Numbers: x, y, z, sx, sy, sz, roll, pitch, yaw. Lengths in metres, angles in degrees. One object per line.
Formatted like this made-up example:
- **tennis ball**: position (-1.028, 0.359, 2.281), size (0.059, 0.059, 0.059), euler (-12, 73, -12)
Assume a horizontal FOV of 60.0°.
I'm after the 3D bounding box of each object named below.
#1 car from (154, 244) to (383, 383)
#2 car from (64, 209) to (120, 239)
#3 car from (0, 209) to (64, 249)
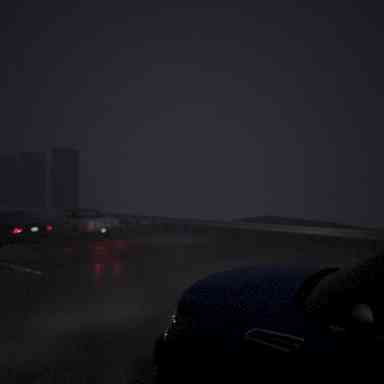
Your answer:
- **car**: position (2.295, 1.225, 2.354), size (5.566, 2.045, 2.150), euler (0, 0, 35)
- **car**: position (-5.931, 1.487, 16.809), size (4.718, 1.301, 1.895), euler (1, 0, 35)
- **car**: position (-7.958, 1.434, 13.954), size (5.357, 1.411, 2.033), euler (1, 0, 35)
